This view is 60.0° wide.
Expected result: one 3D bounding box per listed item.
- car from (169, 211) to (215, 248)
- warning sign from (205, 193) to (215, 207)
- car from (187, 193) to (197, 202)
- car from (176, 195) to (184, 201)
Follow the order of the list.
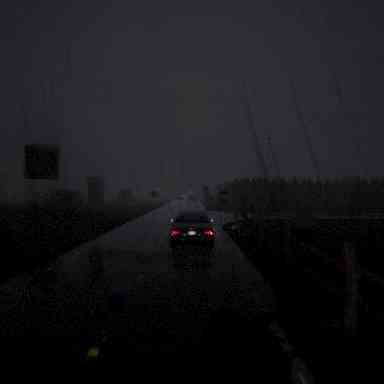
[{"bbox_3d":[0.000,1.554,14.649,2.033,1.411,5.357,0,0,0],"label":"car"},{"bbox_3d":[2.448,1.059,45.034,1.300,1.860,1.060,0,0,0],"label":"warning sign"},{"bbox_3d":[0.001,1.201,74.107,2.097,1.767,4.553,0,0,0],"label":"car"},{"bbox_3d":[-2.751,1.393,78.696,1.895,1.301,4.718,0,0,0],"label":"car"}]
